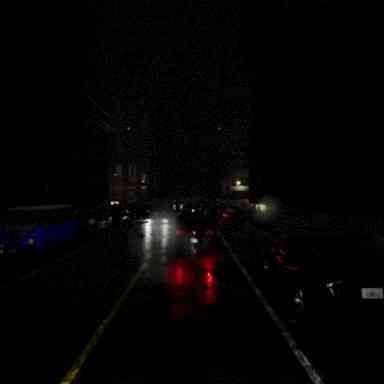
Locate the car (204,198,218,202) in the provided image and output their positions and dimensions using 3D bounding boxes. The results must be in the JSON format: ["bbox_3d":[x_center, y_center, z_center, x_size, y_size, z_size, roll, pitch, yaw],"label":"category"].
[{"bbox_3d":[2.770,1.750,40.983,1.802,1.307,4.206,0,0,0],"label":"car"}]

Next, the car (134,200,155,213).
[{"bbox_3d":[-5.755,1.718,40.979,2.008,1.369,4.403,0,0,0],"label":"car"}]

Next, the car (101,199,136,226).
[{"bbox_3d":[-5.760,1.412,24.071,2.192,1.841,5.009,0,0,0],"label":"car"}]

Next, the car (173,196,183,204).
[{"bbox_3d":[-2.983,1.743,71.704,1.837,1.490,4.892,0,0,0],"label":"car"}]

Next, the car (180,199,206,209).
[{"bbox_3d":[0.106,1.697,32.785,1.994,1.385,4.181,0,0,0],"label":"car"}]

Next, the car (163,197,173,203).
[{"bbox_3d":[-5.747,1.909,80.435,2.008,1.369,4.403,0,0,0],"label":"car"}]

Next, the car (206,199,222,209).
[{"bbox_3d":[2.769,1.726,35.346,1.802,1.307,4.206,0,0,0],"label":"car"}]

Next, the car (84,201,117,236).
[{"bbox_3d":[-5.761,1.514,18.433,1.967,1.590,4.097,0,0,0],"label":"car"}]

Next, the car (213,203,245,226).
[{"bbox_3d":[2.766,1.679,24.073,1.802,1.307,4.206,0,0,0],"label":"car"}]

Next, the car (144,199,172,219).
[{"bbox_3d":[-3.090,1.650,30.644,1.812,1.442,4.674,0,0,0],"label":"car"}]

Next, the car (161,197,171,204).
[{"bbox_3d":[-5.748,1.895,74.798,1.947,1.339,4.313,0,0,0],"label":"car"}]

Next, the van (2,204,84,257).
[{"bbox_3d":[-5.762,1.392,12.797,1.690,1.788,3.998,0,0,0],"label":"van"}]

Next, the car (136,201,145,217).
[{"bbox_3d":[-5.758,1.686,29.706,1.947,1.339,4.313,0,0,0],"label":"car"}]

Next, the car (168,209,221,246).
[{"bbox_3d":[0.101,1.663,15.526,1.895,1.301,4.718,0,0,0],"label":"car"}]

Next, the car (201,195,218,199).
[{"bbox_3d":[3.013,1.444,52.504,2.150,2.045,5.566,0,0,0],"label":"car"}]

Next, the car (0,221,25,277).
[{"bbox_3d":[-5.763,1.579,7.159,2.008,1.369,4.403,0,0,0],"label":"car"}]

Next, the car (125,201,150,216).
[{"bbox_3d":[-5.756,1.709,35.343,1.947,1.339,4.313,0,0,0],"label":"car"}]

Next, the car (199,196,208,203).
[{"bbox_3d":[2.778,1.799,80.435,1.967,1.590,4.097,0,0,0],"label":"car"}]

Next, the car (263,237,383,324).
[{"bbox_3d":[2.762,1.595,7.164,1.947,1.339,4.313,0,0,0],"label":"car"}]

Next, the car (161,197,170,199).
[{"bbox_3d":[-5.750,1.854,63.526,1.802,1.307,4.206,0,0,0],"label":"car"}]
